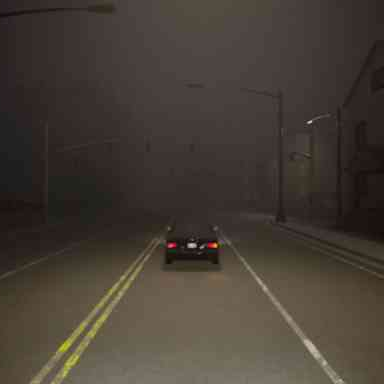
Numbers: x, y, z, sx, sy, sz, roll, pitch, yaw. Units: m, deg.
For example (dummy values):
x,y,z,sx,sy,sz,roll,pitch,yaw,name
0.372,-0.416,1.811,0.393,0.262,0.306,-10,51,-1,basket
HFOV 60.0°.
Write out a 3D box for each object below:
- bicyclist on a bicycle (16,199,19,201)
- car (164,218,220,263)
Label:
x,y,z,sx,sy,sz,roll,pitch,yaw,name
-25.290,1.806,48.215,0.582,1.620,1.656,0,0,1,bicyclist on a bicycle
0.013,1.679,12.498,2.033,1.411,5.357,0,-1,0,car
